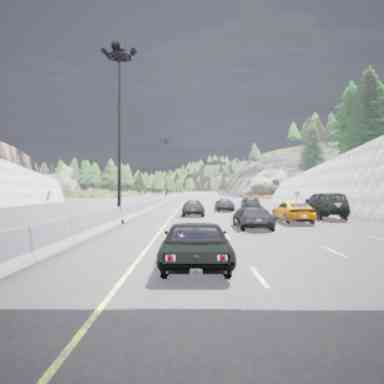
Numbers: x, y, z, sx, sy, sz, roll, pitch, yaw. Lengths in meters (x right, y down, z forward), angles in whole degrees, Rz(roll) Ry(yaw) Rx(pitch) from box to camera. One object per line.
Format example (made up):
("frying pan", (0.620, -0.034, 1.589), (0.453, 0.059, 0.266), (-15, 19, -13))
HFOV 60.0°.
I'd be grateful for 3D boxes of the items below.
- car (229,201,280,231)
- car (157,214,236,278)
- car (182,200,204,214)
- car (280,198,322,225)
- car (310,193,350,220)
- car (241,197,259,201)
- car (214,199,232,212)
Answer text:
("car", (3.604, 1.482, 19.899), (1.994, 1.385, 4.181), (0, 0, 0))
("car", (0.102, 1.559, 9.967), (1.895, 1.301, 4.718), (0, 0, 0))
("car", (0.105, 1.439, 30.270), (1.994, 1.385, 4.181), (0, 0, 0))
("car", (7.105, 1.382, 23.494), (1.882, 1.535, 5.008), (0, 0, 0))
("car", (10.607, 1.113, 26.782), (2.150, 2.045, 5.566), (0, 0, 0))
("car", (7.109, 1.325, 40.744), (2.128, 1.511, 4.902), (0, 0, 0))
("car", (3.608, 1.411, 37.258), (1.994, 1.385, 4.181), (0, 0, 0))
